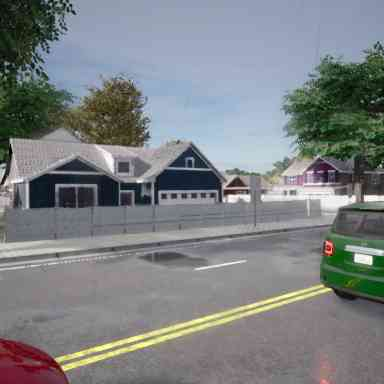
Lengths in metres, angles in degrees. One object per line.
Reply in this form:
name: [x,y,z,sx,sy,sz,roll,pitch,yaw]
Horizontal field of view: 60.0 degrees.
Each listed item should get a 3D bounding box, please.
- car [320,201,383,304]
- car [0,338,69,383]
car: [5.067,1.210,7.098,5.566,2.045,2.150,0,0,-35]
car: [-3.054,1.476,1.263,5.008,1.535,1.882,0,0,-35]
